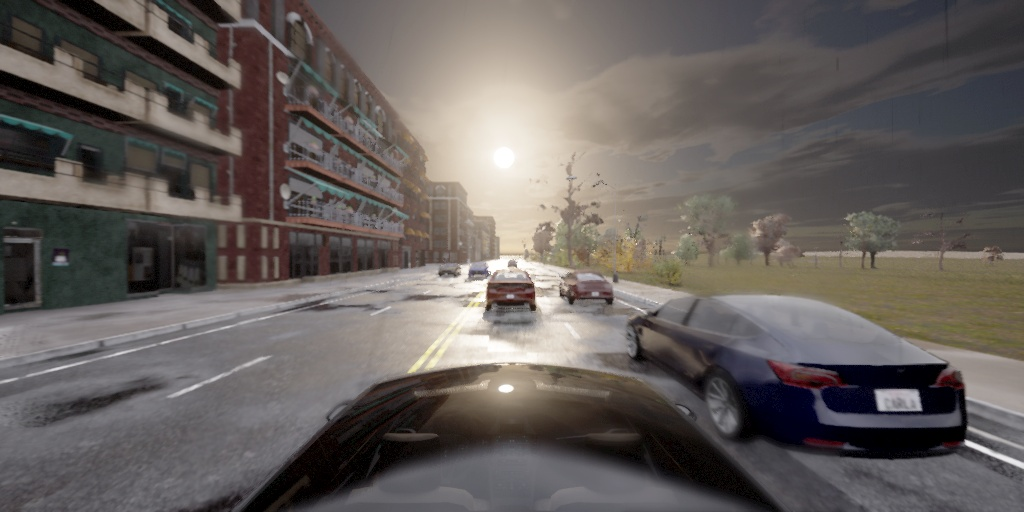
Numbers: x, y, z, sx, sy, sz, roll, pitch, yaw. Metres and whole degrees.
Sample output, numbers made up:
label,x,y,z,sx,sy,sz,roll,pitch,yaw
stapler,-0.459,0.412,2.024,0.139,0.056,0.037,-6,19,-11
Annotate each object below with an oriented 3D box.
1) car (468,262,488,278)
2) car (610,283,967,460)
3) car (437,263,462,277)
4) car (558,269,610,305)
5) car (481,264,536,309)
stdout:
label,x,y,z,sx,sy,sz,roll,pitch,yaw
car,-3.266,1.363,36.312,1.882,1.535,5.008,0,0,1
car,3.252,1.267,5.357,2.163,1.488,4.792,0,0,0
car,-6.498,1.441,38.073,2.033,1.411,5.357,0,0,0
car,3.259,1.331,16.327,1.812,1.442,4.674,0,0,0
car,-0.039,1.279,15.156,1.882,1.535,5.008,0,0,0
